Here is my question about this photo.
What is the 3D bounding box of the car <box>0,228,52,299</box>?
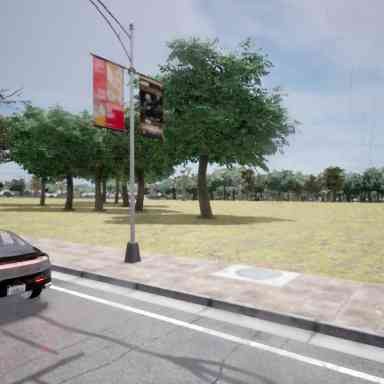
[{"bbox_3d":[-5.040,1.515,7.253,4.902,1.511,2.128,0,0,36],"label":"car"}]
